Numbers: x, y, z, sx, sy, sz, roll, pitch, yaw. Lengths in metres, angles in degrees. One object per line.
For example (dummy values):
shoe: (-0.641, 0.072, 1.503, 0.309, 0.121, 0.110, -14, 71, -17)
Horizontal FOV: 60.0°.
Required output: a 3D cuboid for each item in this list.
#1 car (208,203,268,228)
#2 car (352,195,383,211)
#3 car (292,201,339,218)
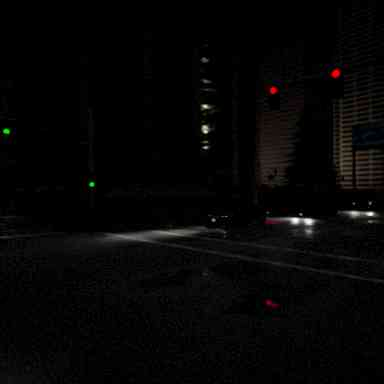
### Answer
car: (3.160, 1.477, 22.372, 4.902, 1.511, 2.128, 0, 0, -42)
car: (19.850, 1.200, 37.363, 4.553, 1.767, 2.097, -1, 0, -42)
car: (11.046, 1.468, 29.459, 5.357, 1.411, 2.033, 0, 0, -42)
